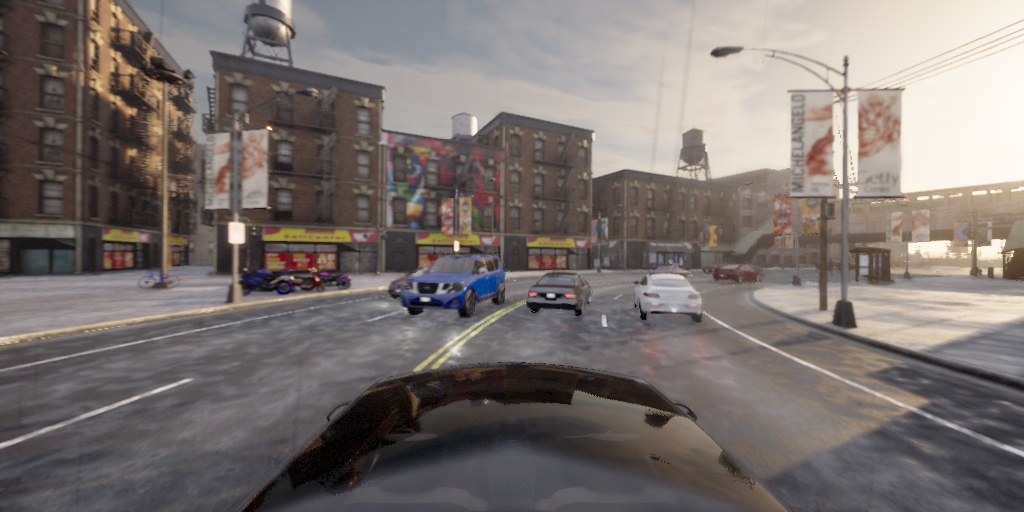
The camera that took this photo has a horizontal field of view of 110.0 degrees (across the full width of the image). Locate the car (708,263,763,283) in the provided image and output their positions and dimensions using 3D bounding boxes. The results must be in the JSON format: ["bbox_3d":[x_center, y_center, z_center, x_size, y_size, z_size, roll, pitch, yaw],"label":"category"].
[{"bbox_3d":[18.911,1.426,30.042,5.008,1.535,1.882,1,-1,-32],"label":"car"}]

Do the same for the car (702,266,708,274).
[{"bbox_3d":[26.497,1.598,46.010,4.181,1.385,1.994,1,0,-26],"label":"car"}]

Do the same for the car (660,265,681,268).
[{"bbox_3d":[13.475,1.465,30.386,4.181,1.385,1.994,1,0,-40],"label":"car"}]

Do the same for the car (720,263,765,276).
[{"bbox_3d":[27.382,1.585,42.555,5.357,1.411,2.033,1,0,-26],"label":"car"}]

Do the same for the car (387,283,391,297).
[{"bbox_3d":[-4.089,1.257,17.743,1.812,1.442,4.674,0,0,21],"label":"car"}]

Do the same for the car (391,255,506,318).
[{"bbox_3d":[-1.874,0.968,13.483,2.150,2.045,5.566,0,0,16],"label":"car"}]

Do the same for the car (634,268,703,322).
[{"bbox_3d":[5.375,1.335,12.671,1.812,1.442,4.674,0,0,16],"label":"car"}]

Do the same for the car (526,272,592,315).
[{"bbox_3d":[1.990,1.328,13.904,2.033,1.411,5.357,0,0,17],"label":"car"}]
